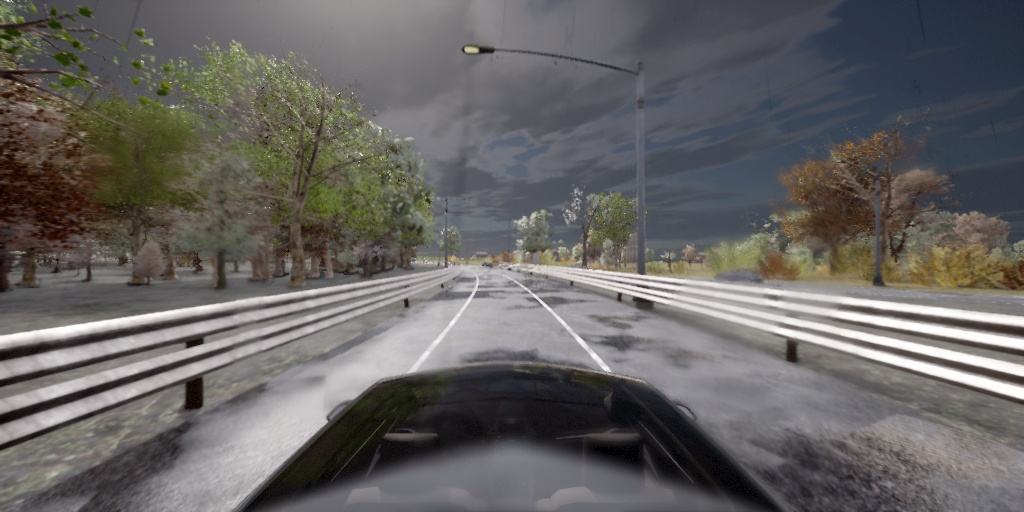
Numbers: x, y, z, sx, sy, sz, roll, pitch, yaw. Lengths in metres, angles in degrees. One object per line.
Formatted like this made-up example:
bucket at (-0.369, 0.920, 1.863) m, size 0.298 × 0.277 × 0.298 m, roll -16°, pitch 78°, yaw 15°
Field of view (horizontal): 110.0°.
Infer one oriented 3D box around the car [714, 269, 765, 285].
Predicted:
car at (22.323, 1.983, 35.321) m, size 1.994 × 1.385 × 4.181 m, roll 0°, pitch -1°, yaw -25°

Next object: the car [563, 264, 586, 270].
car at (10.371, 2.124, 60.642) m, size 2.033 × 1.411 × 5.357 m, roll 0°, pitch 0°, yaw -25°
